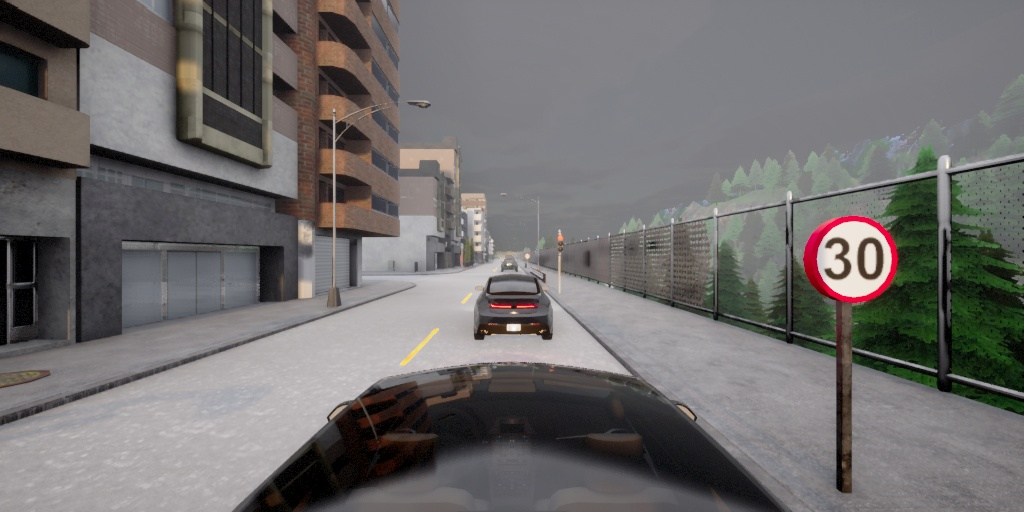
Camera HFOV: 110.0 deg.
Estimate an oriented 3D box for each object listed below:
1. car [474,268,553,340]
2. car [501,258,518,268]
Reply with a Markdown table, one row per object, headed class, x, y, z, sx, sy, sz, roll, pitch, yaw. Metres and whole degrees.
| class | x | y | z | sx | sy | sz | roll | pitch | yaw |
| --- | --- | --- | --- | --- | --- | --- | --- | --- | --- |
| car | 0.016 | 1.255 | 9.945 | 1.837 | 1.490 | 4.892 | 0 | 0 | 0 |
| car | -0.332 | 1.102 | 46.271 | 2.097 | 1.767 | 4.553 | 0 | 0 | -1 |
